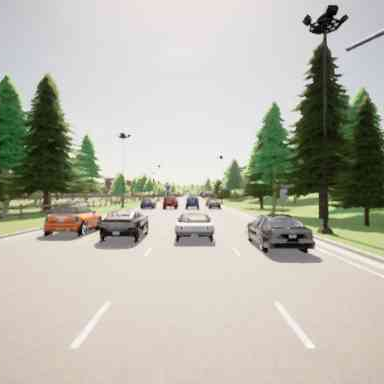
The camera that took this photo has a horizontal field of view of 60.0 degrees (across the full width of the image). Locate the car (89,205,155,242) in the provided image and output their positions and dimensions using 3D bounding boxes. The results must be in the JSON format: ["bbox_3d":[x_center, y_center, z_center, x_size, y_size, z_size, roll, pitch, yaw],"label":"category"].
[{"bbox_3d":[-3.377,1.638,17.219,2.128,1.511,4.902,0,0,0],"label":"car"}]

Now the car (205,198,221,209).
[{"bbox_3d":[3.569,1.939,52.649,2.128,1.511,4.902,0,0,0],"label":"car"}]

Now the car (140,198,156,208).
[{"bbox_3d":[-6.930,1.803,53.051,2.097,1.767,4.553,0,0,0],"label":"car"}]

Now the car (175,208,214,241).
[{"bbox_3d":[0.123,1.752,17.719,1.895,1.301,4.718,0,0,0],"label":"car"}]

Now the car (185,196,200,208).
[{"bbox_3d":[0.069,1.669,52.686,2.150,2.045,5.566,0,0,0],"label":"car"}]

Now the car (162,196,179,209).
[{"bbox_3d":[-3.431,1.669,52.691,2.150,2.045,5.566,0,0,0],"label":"car"}]

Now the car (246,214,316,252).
[{"bbox_3d":[3.619,1.671,14.456,2.033,1.411,5.357,0,0,0],"label":"car"}]

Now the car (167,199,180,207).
[{"bbox_3d":[-3.417,2.027,63.078,2.128,1.511,4.902,0,0,0],"label":"car"}]

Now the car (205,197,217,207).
[{"bbox_3d":[3.583,1.887,63.040,2.097,1.767,4.553,0,0,0],"label":"car"}]

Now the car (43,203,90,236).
[{"bbox_3d":[-6.875,1.519,19.651,2.097,1.767,4.553,0,0,0],"label":"car"}]
